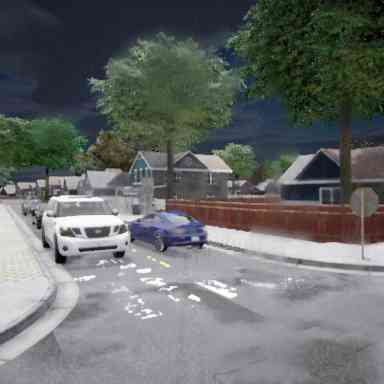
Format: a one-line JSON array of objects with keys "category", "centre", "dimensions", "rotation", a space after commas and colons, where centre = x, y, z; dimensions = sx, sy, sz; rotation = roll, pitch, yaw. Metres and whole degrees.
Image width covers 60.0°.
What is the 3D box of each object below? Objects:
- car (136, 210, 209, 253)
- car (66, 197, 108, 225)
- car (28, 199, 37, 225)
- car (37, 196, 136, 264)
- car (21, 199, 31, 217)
[{"category": "car", "centre": [-1.141, 1.479, 13.651], "dimensions": [1.812, 1.442, 4.674], "rotation": [0, 1, -33]}, {"category": "car", "centre": [-7.887, 1.296, 24.745], "dimensions": [2.097, 1.767, 4.553], "rotation": [0, 0, -29]}, {"category": "car", "centre": [-9.128, 1.429, 21.425], "dimensions": [1.882, 1.535, 5.008], "rotation": [0, 0, -30]}, {"category": "car", "centre": [-4.142, 1.183, 12.252], "dimensions": [2.150, 2.045, 5.566], "rotation": [0, 0, -30]}, {"category": "car", "centre": [-14.916, 1.448, 31.329], "dimensions": [2.128, 1.511, 4.902], "rotation": [0, 0, -30]}]
